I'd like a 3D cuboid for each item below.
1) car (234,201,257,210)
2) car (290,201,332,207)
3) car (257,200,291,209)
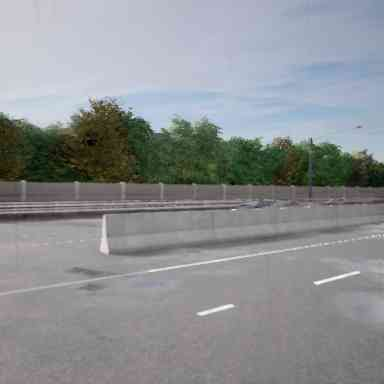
[{"bbox_3d":[6.825,1.595,34.550,5.357,1.411,2.033,0,0,-36],"label":"car"},{"bbox_3d":[10.894,1.612,28.853,4.181,1.385,1.994,0,0,-36],"label":"car"},{"bbox_3d":[8.859,1.591,31.700,4.892,1.490,1.837,0,0,-36],"label":"car"}]
